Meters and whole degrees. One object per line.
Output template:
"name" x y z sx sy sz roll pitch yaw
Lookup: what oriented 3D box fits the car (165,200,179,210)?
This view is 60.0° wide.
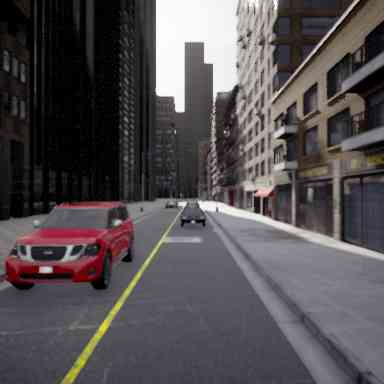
"car" -3.087 1.999 51.538 1.994 1.385 4.181 0 0 0

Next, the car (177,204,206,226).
"car" 0.088 1.841 25.521 1.895 1.301 4.718 0 0 0

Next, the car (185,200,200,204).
"car" 0.074 1.880 45.377 2.128 1.511 4.902 0 0 0

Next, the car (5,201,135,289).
"car" -3.096 1.325 9.808 2.150 2.045 5.566 0 -1 0
